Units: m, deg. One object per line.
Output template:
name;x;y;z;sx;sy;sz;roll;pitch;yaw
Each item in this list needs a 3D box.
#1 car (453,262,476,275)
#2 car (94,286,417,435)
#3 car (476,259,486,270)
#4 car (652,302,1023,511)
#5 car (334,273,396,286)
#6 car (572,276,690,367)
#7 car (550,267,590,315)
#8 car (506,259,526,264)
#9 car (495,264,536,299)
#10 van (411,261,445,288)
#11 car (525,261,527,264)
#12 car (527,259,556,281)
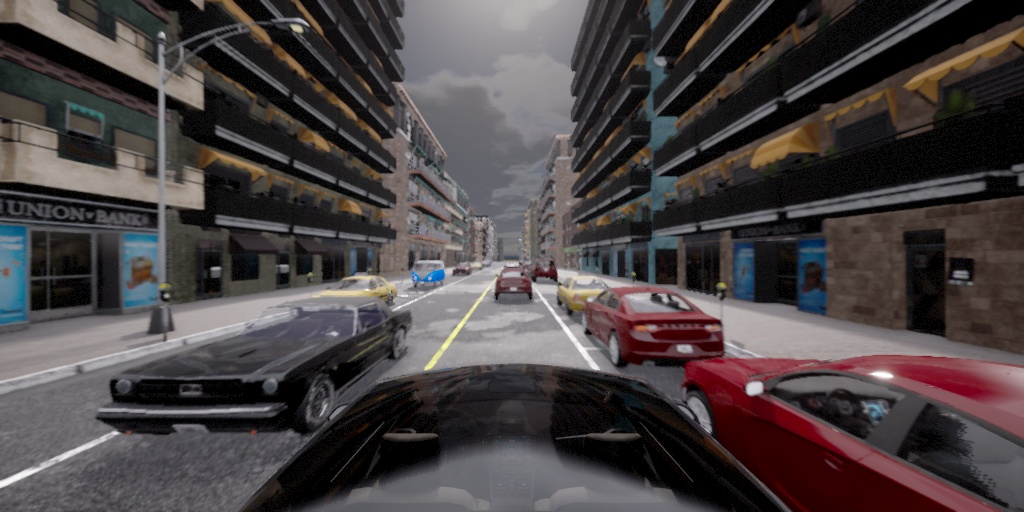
car;-5.723;1.394;41.790;1.967;1.591;4.097;0;0;0
car;-3.099;1.371;5.665;1.895;1.301;4.718;0;0;0
car;-5.738;1.582;58.605;1.751;1.417;4.829;0;0;0
car;2.693;1.291;2.144;1.888;1.381;4.507;0;0;0
car;-5.697;1.332;13.312;1.751;1.417;4.829;0;0;0
car;2.688;1.312;7.809;1.888;1.381;4.507;0;0;0
car;2.683;1.315;13.637;1.751;1.417;4.829;0;0;0
car;0.064;1.418;38.995;2.128;1.511;4.902;0;0;0
car;0.077;1.343;18.620;1.812;1.442;4.674;0;0;0
van;-5.708;1.201;24.805;1.690;1.789;3.998;0;0;0
car;2.663;1.455;36.112;2.007;1.370;4.403;0;0;0
car;2.668;1.188;30.450;2.192;1.841;5.009;0;0;0
